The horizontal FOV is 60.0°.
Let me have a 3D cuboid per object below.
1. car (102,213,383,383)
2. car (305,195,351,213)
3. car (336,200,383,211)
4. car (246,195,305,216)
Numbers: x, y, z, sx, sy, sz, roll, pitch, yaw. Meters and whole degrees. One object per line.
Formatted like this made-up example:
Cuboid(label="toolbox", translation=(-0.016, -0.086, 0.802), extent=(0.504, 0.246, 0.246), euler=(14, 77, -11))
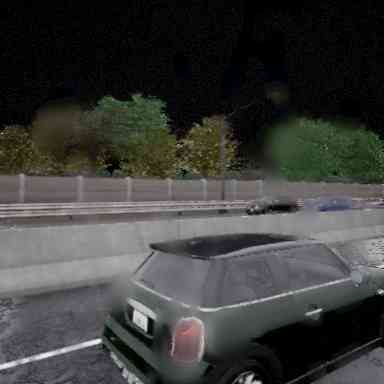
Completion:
Cuboid(label="car", translation=(1.188, 1.360, 4.719), extent=(4.553, 1.767, 2.097), euler=(0, 0, -36))
Cuboid(label="car", translation=(12.276, 1.329, 29.835), extent=(5.566, 2.045, 2.150), euler=(0, 0, -36))
Cuboid(label="car", translation=(14.334, 1.603, 27.004), extent=(5.357, 1.411, 2.033), euler=(0, 0, -36))
Cuboid(label="car", translation=(7.532, 1.267, 30.790), extent=(5.566, 2.045, 2.150), euler=(0, 0, -35))
